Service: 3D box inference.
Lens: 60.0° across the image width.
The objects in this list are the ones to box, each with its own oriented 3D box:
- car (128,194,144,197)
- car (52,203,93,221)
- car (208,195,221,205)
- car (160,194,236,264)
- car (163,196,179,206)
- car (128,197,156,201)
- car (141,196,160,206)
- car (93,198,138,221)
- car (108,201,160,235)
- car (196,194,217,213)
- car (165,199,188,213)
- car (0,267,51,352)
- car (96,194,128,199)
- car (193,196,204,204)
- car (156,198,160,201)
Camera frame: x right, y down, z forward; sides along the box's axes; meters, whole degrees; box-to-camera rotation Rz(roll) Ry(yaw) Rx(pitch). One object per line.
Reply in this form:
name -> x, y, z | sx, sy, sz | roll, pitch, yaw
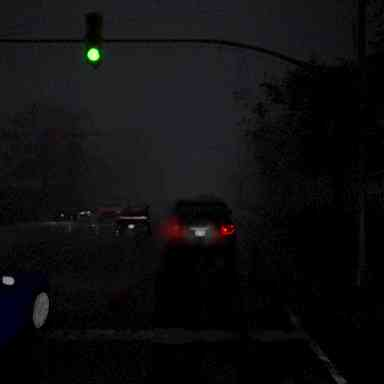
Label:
car -> -8.176, 1.272, 46.908 | 2.150, 2.045, 5.566 | 0, 0, 6
car -> -9.740, 1.592, 27.251 | 1.994, 1.385, 4.181 | 0, 0, 4
car -> 4.184, 1.423, 62.138 | 2.097, 1.767, 4.553 | 0, 0, 8
car -> 0.311, 1.238, 12.043 | 2.150, 2.045, 5.566 | 0, 0, 1
car -> -3.553, 1.542, 57.189 | 1.882, 1.535, 5.008 | 0, 0, 7
car -> -5.584, 1.566, 36.833 | 1.812, 1.442, 4.674 | 0, 0, 5
car -> -7.073, 1.555, 57.220 | 2.128, 1.511, 4.902 | 0, 0, 7
car -> -6.219, 1.507, 27.537 | 1.882, 1.535, 5.008 | 0, 0, 3
car -> -2.935, 1.512, 19.074 | 2.128, 1.511, 4.902 | 0, 0, 2
car -> 1.729, 1.266, 38.284 | 2.150, 2.045, 5.566 | 0, 0, 5
car -> -1.721, 1.591, 38.960 | 2.033, 1.411, 5.357 | 0, 0, 5
car -> -3.348, 1.481, 3.714 | 1.882, 1.535, 5.008 | 0, 0, 0
car -> -9.118, 1.260, 36.587 | 2.150, 2.045, 5.566 | 0, 0, 5
car -> 1.380, 1.602, 67.072 | 1.812, 1.442, 4.674 | 0, 0, 8
car -> -4.669, 1.616, 46.872 | 1.994, 1.385, 4.181 | 0, 0, 6
